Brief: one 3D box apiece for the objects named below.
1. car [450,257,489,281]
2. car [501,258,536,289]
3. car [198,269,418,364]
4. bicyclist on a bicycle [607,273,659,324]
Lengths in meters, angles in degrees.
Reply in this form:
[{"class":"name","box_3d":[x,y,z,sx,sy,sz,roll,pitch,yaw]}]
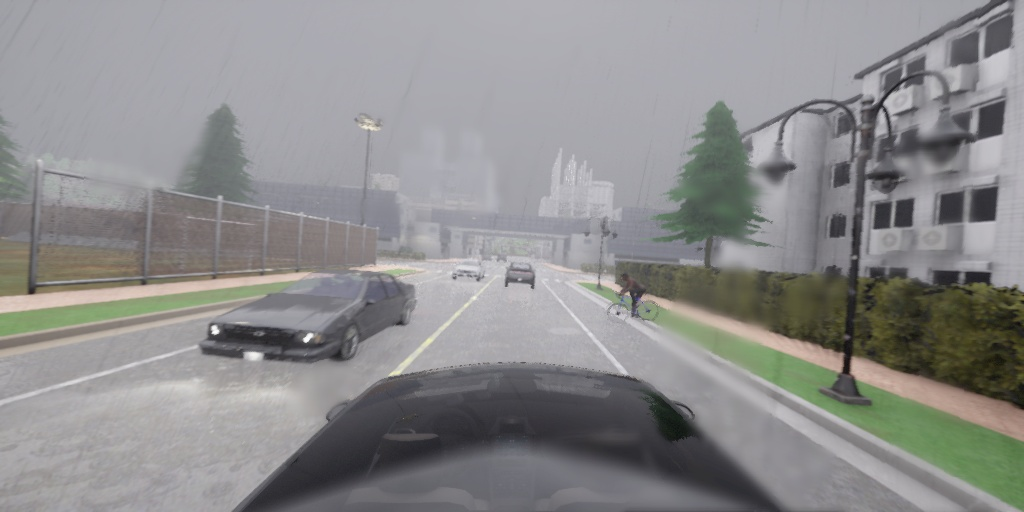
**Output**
[{"class":"car","box_3d":[-3.014,0.944,25.838,1.812,1.442,4.674,4,0,1]},{"class":"car","box_3d":[0.529,1.171,23.330,2.128,1.511,4.902,4,0,1]},{"class":"car","box_3d":[-3.523,1.007,7.668,2.033,1.411,5.357,4,0,1]},{"class":"bicyclist on a bicycle","box_3d":[3.841,1.348,11.517,1.656,1.620,0.582,-5,0,1]}]
